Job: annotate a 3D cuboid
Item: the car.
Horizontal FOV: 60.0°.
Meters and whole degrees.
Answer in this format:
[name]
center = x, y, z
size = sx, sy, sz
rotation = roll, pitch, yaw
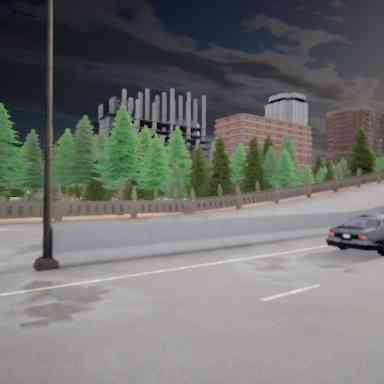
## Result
[car]
center = 7.714, 1.624, 13.670
size = 5.357, 1.411, 2.033
rotation = -1, 1, -35
